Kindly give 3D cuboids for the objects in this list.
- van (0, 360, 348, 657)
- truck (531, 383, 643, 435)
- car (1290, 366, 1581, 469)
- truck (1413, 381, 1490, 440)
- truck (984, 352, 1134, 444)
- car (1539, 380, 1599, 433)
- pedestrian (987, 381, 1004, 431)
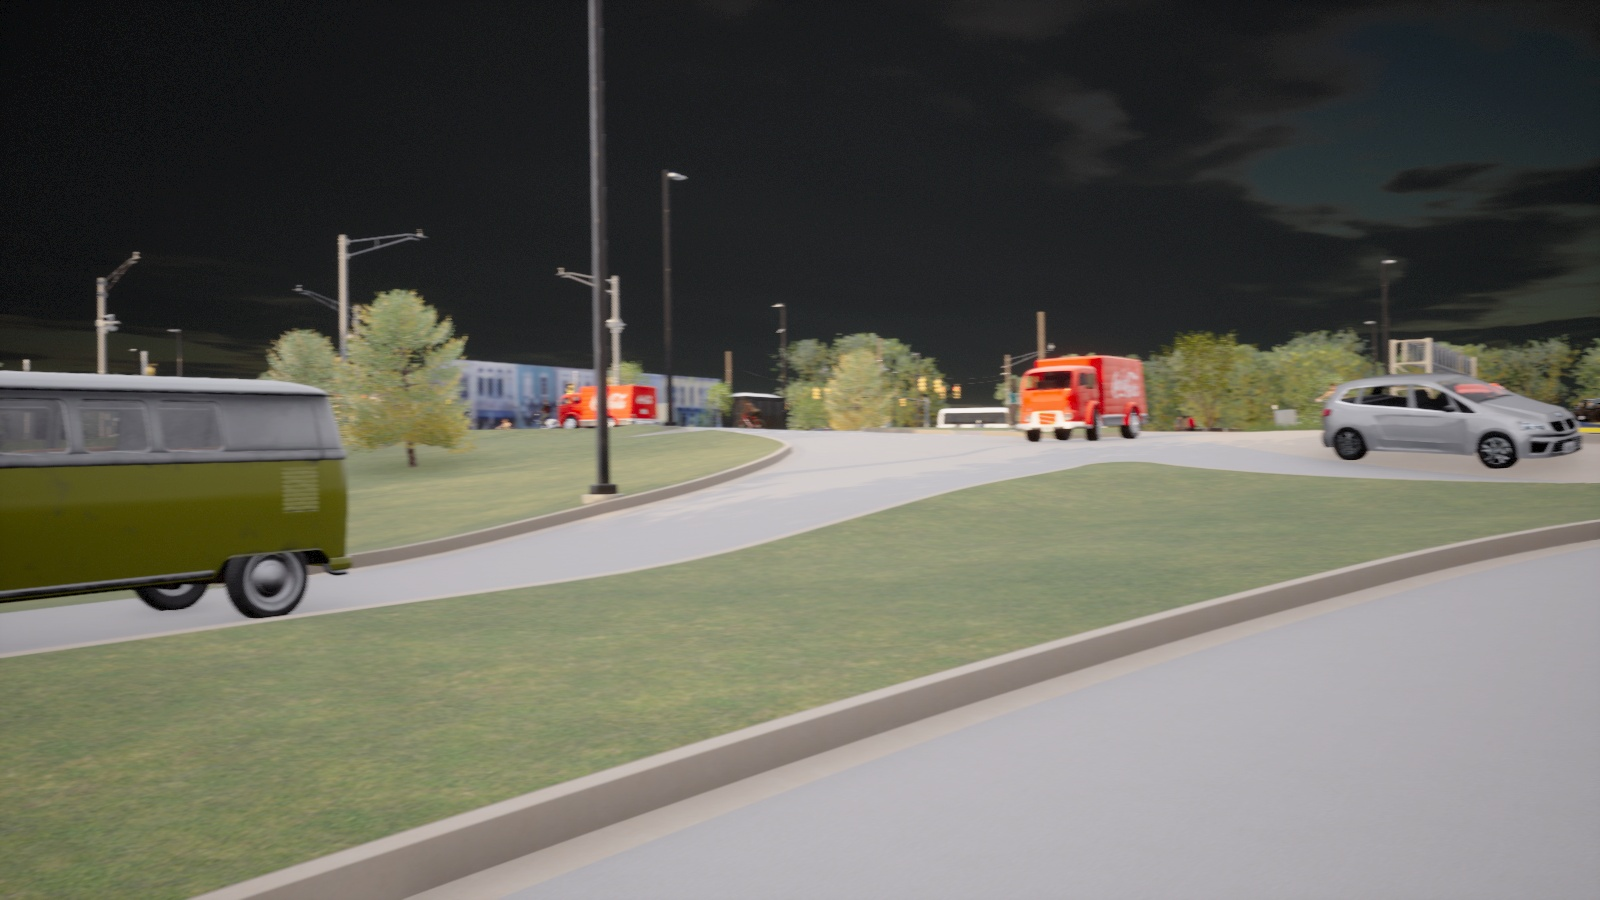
[{"bbox_3d":[-5.834,0.402,9.277,1.775,1.987,4.442,-1,0,34],"label":"van"},{"bbox_3d":[-10.998,-2.071,64.830,5.204,2.467,2.627,0,0,29],"label":"truck"},{"bbox_3d":[12.473,-0.715,24.921,2.242,1.667,4.611,-8,7,-35],"label":"car"},{"bbox_3d":[30.463,-1.767,58.665,2.627,2.467,5.204,-1,-1,33],"label":"truck"},{"bbox_3d":[7.809,-1.507,37.429,2.627,2.467,5.204,-1,1,32],"label":"truck"},{"bbox_3d":[29.754,-1.589,46.297,3.866,1.878,1.905,1,1,11],"label":"car"},{"bbox_3d":[7.703,-1.724,49.404,0.396,1.930,0.692,-1,-1,30],"label":"pedestrian"}]
